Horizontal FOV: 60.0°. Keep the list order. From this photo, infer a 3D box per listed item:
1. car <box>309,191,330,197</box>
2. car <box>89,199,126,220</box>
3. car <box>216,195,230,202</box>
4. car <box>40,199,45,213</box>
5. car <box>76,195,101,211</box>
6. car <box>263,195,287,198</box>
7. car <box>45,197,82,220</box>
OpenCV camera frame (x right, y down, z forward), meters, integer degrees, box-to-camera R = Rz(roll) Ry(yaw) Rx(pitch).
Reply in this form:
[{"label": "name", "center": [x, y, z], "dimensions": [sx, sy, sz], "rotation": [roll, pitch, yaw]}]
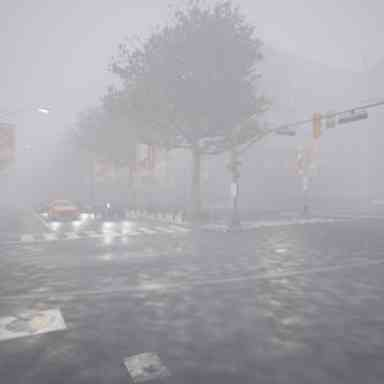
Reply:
[{"label": "car", "center": [32.107, 0.823, 83.642], "dimensions": [2.435, 2.045, 5.566], "rotation": [0, 0, -29]}, {"label": "car", "center": [-7.119, 1.572, 28.345], "dimensions": [1.895, 1.301, 4.718], "rotation": [0, 0, -29]}, {"label": "car", "center": [5.950, 1.291, 68.746], "dimensions": [2.161, 1.482, 4.786], "rotation": [0, 0, -29]}, {"label": "car", "center": [-16.014, 1.525, 37.330], "dimensions": [2.033, 1.411, 5.357], "rotation": [0, 0, -28]}, {"label": "car", "center": [-12.082, 1.460, 37.421], "dimensions": [2.128, 1.511, 4.902], "rotation": [0, 0, -29]}, {"label": "car", "center": [15.446, 1.190, 60.052], "dimensions": [2.002, 1.452, 4.674], "rotation": [0, 0, -29]}, {"label": "car", "center": [-10.984, 1.458, 28.115], "dimensions": [1.882, 1.535, 5.008], "rotation": [0, 0, -29]}]
